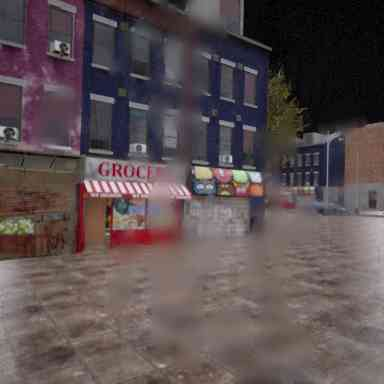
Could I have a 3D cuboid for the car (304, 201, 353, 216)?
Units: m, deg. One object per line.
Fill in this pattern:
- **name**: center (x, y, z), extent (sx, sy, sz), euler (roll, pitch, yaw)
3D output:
- **car**: center (13.052, 1.598, 32.004), extent (1.812, 1.442, 4.674), euler (2, -2, -35)
